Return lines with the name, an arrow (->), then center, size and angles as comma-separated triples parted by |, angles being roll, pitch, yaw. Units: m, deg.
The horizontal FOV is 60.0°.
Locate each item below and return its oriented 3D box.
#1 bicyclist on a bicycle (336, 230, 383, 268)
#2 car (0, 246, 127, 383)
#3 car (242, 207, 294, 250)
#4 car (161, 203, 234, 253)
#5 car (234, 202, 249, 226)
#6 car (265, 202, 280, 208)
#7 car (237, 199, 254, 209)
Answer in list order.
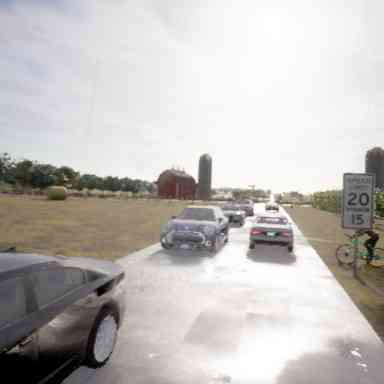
bicyclist on a bicycle -> 5.789, 1.709, 11.287 | 1.656, 1.620, 0.582 | 4, 0, 14
car -> -2.349, 1.394, 3.098 | 1.882, 1.535, 5.008 | 2, 0, 15
car -> 3.626, 1.683, 15.205 | 2.033, 1.411, 5.357 | 2, 0, 14
car -> 0.288, 1.365, 13.956 | 2.097, 1.767, 4.553 | 2, 0, 14
car -> 2.923, 1.676, 24.838 | 1.994, 1.385, 4.181 | 2, 0, 13
car -> 10.822, 2.040, 44.922 | 1.895, 1.301, 4.718 | 2, 0, 14
car -> 5.407, 1.560, 34.871 | 2.097, 1.767, 4.553 | 2, 0, 14
